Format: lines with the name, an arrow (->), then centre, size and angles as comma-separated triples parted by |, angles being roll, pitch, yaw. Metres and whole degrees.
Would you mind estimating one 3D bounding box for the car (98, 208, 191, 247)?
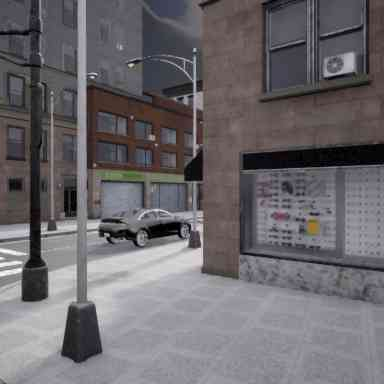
car -> -1.920, 1.459, 14.979 | 2.128, 1.511, 4.902 | 0, 0, 35
